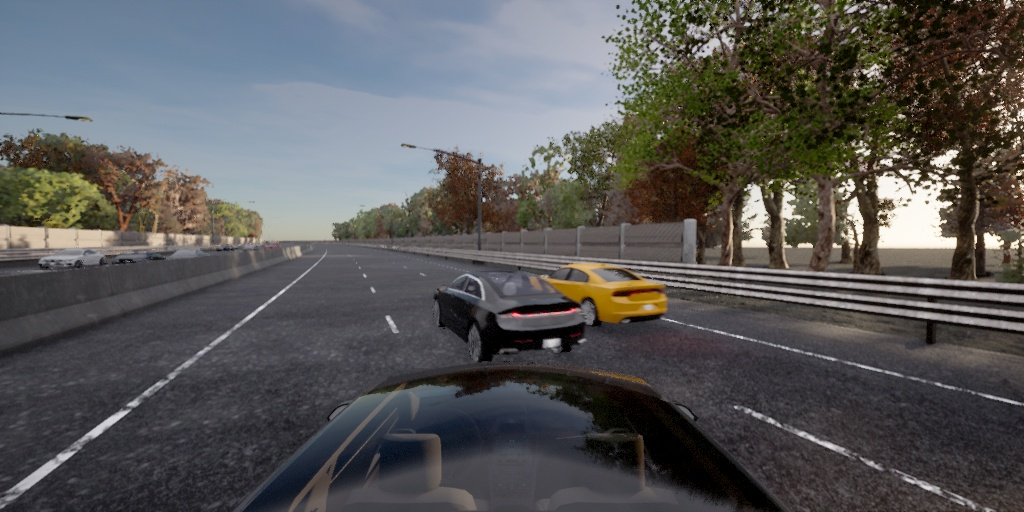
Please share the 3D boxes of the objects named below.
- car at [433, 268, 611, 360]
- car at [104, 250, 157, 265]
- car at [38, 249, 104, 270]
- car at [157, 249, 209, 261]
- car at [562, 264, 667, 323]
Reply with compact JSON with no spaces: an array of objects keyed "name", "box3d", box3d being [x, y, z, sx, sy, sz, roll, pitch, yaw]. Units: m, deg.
[{"name":"car","box3d":[-0.392,1.051,7.729,2.128,1.511,4.902,-1,2,-25]},{"name":"car","box3d":[-29.602,0.184,28.489,1.994,1.385,4.181,-1,2,-25]},{"name":"car","box3d":[-32.684,0.181,26.831,1.812,1.442,4.674,-1,2,-25]},{"name":"car","box3d":[-25.764,0.171,28.560,1.812,1.442,4.674,-1,2,-25]},{"name":"car","box3d":[2.151,0.959,10.584,1.882,1.535,5.008,-1,2,-25]}]
